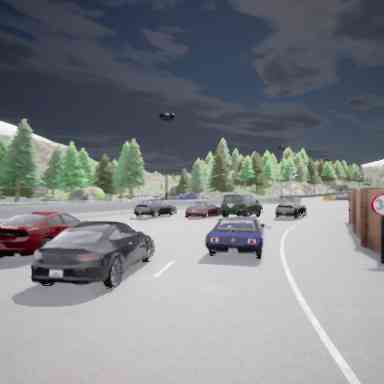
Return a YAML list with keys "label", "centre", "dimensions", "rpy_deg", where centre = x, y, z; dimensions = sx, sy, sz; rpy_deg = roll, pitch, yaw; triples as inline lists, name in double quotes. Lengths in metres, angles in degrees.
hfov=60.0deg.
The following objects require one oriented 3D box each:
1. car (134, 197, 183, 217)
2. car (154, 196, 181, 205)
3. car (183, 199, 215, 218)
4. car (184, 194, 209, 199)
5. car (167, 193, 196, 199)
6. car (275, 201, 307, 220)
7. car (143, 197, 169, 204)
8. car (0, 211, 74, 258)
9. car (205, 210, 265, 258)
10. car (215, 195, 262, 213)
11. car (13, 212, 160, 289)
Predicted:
- label: "car"
  centre: [-3.152, 1.468, 29.223]
  dimensions: [2.128, 1.511, 4.902]
  rpy_deg: [0, 0, 26]
- label: "car"
  centre: [-4.253, 1.444, 58.973]
  dimensions: [1.882, 1.535, 5.008]
  rpy_deg: [0, 0, 39]
- label: "car"
  centre: [1.069, 1.564, 29.822]
  dimensions: [1.994, 1.385, 4.181]
  rpy_deg: [0, 0, 27]
- label: "car"
  centre: [1.617, 1.567, 55.099]
  dimensions: [2.033, 1.411, 5.357]
  rpy_deg: [0, 0, 38]
- label: "car"
  centre: [-1.166, 1.200, 57.221]
  dimensions: [2.150, 2.045, 5.566]
  rpy_deg: [0, 0, 38]
- label: "car"
  centre: [8.789, 1.535, 29.271]
  dimensions: [2.128, 1.511, 4.902]
  rpy_deg: [0, 0, 31]
- label: "car"
  centre: [-6.628, 1.564, 61.601]
  dimensions: [1.895, 1.301, 4.718]
  rpy_deg: [0, 0, 38]
- label: "car"
  centre: [-5.340, 1.445, 12.406]
  dimensions: [1.882, 1.535, 5.008]
  rpy_deg: [0, 0, 11]
- label: "car"
  centre: [1.858, 1.609, 12.903]
  dimensions: [1.895, 1.301, 4.718]
  rpy_deg: [0, 0, 14]
- label: "car"
  centre: [4.323, 1.240, 28.645]
  dimensions: [2.150, 2.045, 5.566]
  rpy_deg: [0, 0, 28]
- label: "car"
  centre: [-2.437, 1.510, 9.115]
  dimensions: [1.812, 1.442, 4.674]
  rpy_deg: [0, 0, 9]
